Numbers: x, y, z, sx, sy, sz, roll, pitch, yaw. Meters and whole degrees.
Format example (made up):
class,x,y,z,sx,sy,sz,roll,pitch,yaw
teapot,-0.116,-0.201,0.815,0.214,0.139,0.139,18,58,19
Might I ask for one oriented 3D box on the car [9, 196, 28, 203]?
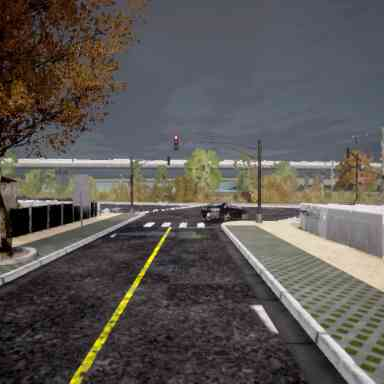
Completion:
class,x,y,z,sx,sy,sz,roll,pitch,yaw
car,-38.963,1.585,74.674,4.892,1.490,1.837,-1,2,36

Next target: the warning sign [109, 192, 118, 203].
class,x,y,z,sx,sy,sz,roll,pitch,yaw
warning sign,-14.246,0.995,60.260,1.060,1.860,1.300,2,1,36

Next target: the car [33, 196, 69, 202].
class,x,y,z,sx,sy,sz,roll,pitch,yaw
car,-21.007,1.779,49.468,5.008,1.535,1.882,0,2,36

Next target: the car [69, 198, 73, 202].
class,x,y,z,sx,sy,sz,roll,pitch,yaw
car,-18.986,1.668,52.018,5.008,1.535,1.882,0,2,36

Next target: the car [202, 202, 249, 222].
class,x,y,z,sx,sy,sz,roll,pitch,yaw
car,2.693,1.544,26.117,2.128,1.511,4.902,0,-2,37

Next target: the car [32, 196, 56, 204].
class,x,y,z,sx,sy,sz,roll,pitch,yaw
car,-30.525,1.625,68.548,4.902,1.511,2.128,-1,2,36

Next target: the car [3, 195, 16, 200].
class,x,y,z,sx,sy,sz,roll,pitch,yaw
car,-34.188,1.638,59.145,5.566,2.045,2.150,0,2,36

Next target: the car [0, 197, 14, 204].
class,x,y,z,sx,sy,sz,roll,pitch,yaw
car,-40.871,1.734,72.047,5.357,1.411,2.033,-1,2,36

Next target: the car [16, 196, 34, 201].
class,x,y,z,sx,sy,sz,roll,pitch,yaw
car,-32.099,1.662,61.655,4.553,1.767,2.097,-1,2,36
